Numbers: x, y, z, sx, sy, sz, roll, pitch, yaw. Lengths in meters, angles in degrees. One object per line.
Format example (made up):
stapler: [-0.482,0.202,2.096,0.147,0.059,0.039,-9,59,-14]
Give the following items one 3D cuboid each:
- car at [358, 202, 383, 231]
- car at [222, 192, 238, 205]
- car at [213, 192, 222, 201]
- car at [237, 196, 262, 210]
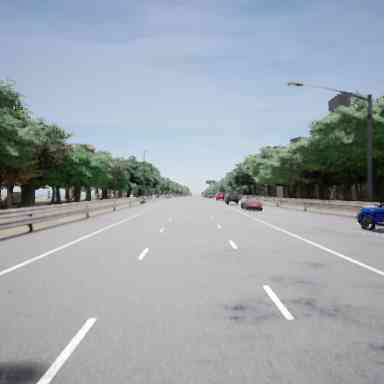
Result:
car: [11.605,1.217,17.821,2.150,2.045,5.566,0,0,-17]
car: [6.998,1.113,58.458,2.150,2.045,5.566,0,0,0]
car: [7.037,1.135,81.996,2.150,2.045,5.566,0,0,0]
car: [7.303,1.503,41.282,1.994,1.385,4.181,0,0,-4]
